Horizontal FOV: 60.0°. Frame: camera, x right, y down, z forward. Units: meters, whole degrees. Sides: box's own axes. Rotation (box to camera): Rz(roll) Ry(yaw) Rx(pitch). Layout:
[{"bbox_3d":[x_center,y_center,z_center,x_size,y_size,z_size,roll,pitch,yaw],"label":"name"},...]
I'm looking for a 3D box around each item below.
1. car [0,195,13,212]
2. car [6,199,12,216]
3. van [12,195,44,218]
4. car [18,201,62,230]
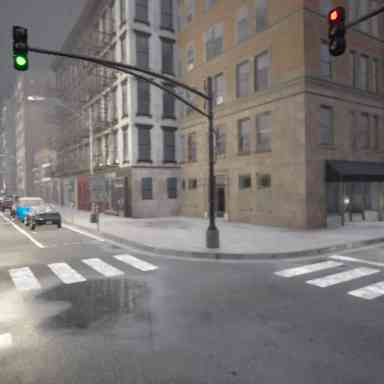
[{"bbox_3d":[-21.122,1.297,38.798,2.192,1.841,5.009,-1,1,-33],"label":"car"},{"bbox_3d":[-15.210,1.549,29.745,1.802,1.307,4.206,-1,1,-33],"label":"car"},{"bbox_3d":[-12.261,1.300,25.214,1.690,1.788,3.998,-1,1,-33],"label":"van"},{"bbox_3d":[-9.304,1.503,20.688,2.008,1.369,4.403,-1,1,-33],"label":"car"}]
